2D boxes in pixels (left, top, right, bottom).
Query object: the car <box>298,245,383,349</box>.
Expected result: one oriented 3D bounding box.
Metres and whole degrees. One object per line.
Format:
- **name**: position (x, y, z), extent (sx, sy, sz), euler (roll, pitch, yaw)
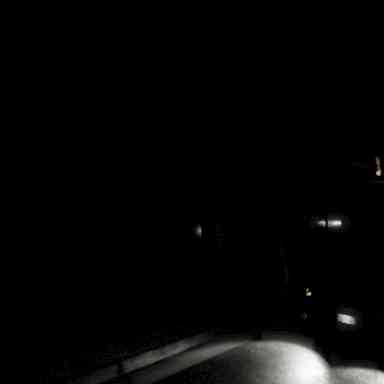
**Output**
- **car**: position (3.828, 1.762, 6.356), extent (4.181, 1.385, 1.994), euler (1, -3, -41)
